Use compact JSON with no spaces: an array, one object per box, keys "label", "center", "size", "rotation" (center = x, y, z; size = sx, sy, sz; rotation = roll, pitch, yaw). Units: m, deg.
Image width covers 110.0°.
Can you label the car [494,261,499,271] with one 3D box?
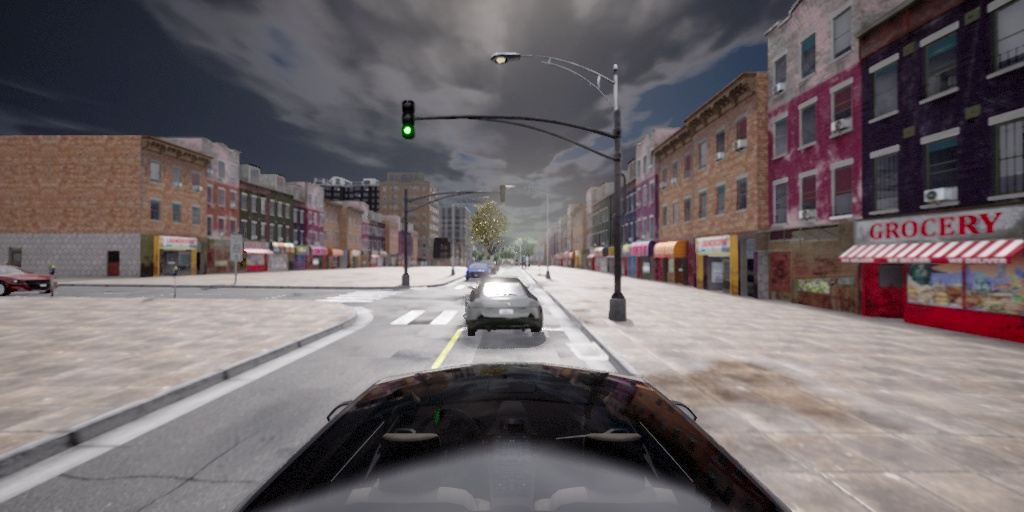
[{"label":"car","center":[-2.865,1.195,40.992],"size":[2.097,1.767,4.553],"rotation":[0,0,0]}]

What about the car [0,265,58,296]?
[{"label":"car","center":[-23.246,1.046,16.058],"size":[4.507,1.381,1.888],"rotation":[0,0,0]}]

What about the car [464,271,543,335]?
[{"label":"car","center":[-0.364,1.303,10.597],"size":[1.994,1.385,4.181],"rotation":[0,0,-6]}]

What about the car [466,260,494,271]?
[{"label":"car","center":[-2.860,1.275,31.157],"size":[1.882,1.535,5.008],"rotation":[0,0,0]}]

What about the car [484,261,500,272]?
[{"label":"car","center":[-2.854,1.456,50.916],"size":[1.994,1.385,4.181],"rotation":[0,0,1]}]
